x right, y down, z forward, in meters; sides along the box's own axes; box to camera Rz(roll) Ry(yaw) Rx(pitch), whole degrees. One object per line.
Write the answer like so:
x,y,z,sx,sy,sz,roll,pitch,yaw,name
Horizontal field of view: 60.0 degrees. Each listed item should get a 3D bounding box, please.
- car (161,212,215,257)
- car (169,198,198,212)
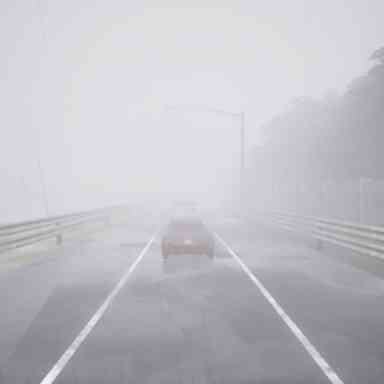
-0.167,1.721,13.569,1.994,1.385,4.181,0,-1,-1,car
-0.700,1.539,27.738,2.150,2.045,5.566,0,0,-1,car
